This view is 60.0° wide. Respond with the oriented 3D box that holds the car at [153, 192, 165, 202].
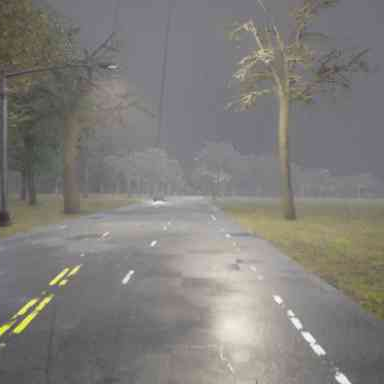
[{"bbox_3d":[-6.795,1.078,69.066,2.150,2.045,5.566,0,0,0],"label":"car"}]
